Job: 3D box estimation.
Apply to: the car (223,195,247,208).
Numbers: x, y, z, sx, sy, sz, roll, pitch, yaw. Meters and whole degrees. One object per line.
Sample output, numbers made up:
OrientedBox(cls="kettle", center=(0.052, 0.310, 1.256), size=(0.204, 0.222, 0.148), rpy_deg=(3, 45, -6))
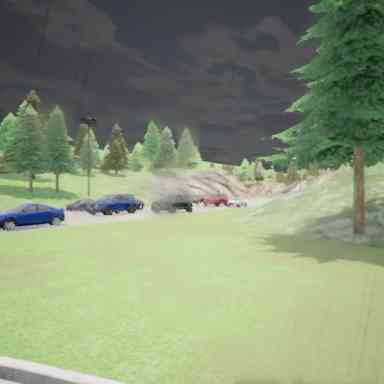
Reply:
OrientedBox(cls="car", center=(6.781, 1.531, 49.789), size=(1.812, 1.442, 4.674), rpy_deg=(0, 0, 31))

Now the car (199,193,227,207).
OrientedBox(cls="car", center=(3.823, 1.209, 51.658), size=(2.150, 2.045, 5.566), rpy_deg=(0, 0, 31))

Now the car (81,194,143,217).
OrientedBox(cls="car", center=(-7.662, 1.220, 32.380), size=(2.150, 2.045, 5.566), rpy_deg=(0, 0, 31))

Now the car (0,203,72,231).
OrientedBox(cls="car", center=(-10.394, 1.476, 20.861), size=(1.882, 1.535, 5.008), rpy_deg=(0, 0, 31))

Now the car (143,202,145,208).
OrientedBox(cls="car", center=(-7.612, 1.504, 39.344), size=(1.837, 1.490, 4.892), rpy_deg=(0, 0, 31))

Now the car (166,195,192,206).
OrientedBox(cls="car", center=(-2.083, 1.373, 55.420), size=(2.097, 1.767, 4.553), rpy_deg=(0, 0, 31))

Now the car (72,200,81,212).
OrientedBox(cls="car", center=(-12.286, 1.524, 38.290), size=(1.812, 1.442, 4.674), rpy_deg=(0, 0, 30))

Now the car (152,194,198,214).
OrientedBox(cls="car", center=(-1.926, 1.223, 35.210), size=(2.150, 2.045, 5.566), rpy_deg=(0, 0, 31))
